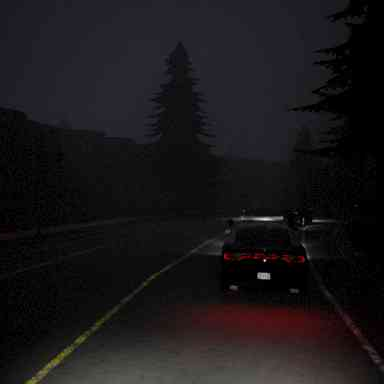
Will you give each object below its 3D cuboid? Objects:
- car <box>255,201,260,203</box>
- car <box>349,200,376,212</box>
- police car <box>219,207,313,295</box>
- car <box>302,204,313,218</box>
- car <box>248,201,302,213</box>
[{"bbox_3d":[6.555,1.547,30.483,2.033,1.411,5.357,0,0,37],"label":"car"},{"bbox_3d":[20.216,1.564,38.702,4.181,1.385,1.994,0,0,-34],"label":"car"},{"bbox_3d":[1.881,1.425,8.988,1.930,1.638,5.238,0,0,11],"label":"police car"},{"bbox_3d":[7.053,1.506,22.973,1.837,1.490,4.892,0,0,30],"label":"car"},{"bbox_3d":[4.568,1.478,17.895,1.882,1.535,5.008,0,0,23],"label":"car"}]
